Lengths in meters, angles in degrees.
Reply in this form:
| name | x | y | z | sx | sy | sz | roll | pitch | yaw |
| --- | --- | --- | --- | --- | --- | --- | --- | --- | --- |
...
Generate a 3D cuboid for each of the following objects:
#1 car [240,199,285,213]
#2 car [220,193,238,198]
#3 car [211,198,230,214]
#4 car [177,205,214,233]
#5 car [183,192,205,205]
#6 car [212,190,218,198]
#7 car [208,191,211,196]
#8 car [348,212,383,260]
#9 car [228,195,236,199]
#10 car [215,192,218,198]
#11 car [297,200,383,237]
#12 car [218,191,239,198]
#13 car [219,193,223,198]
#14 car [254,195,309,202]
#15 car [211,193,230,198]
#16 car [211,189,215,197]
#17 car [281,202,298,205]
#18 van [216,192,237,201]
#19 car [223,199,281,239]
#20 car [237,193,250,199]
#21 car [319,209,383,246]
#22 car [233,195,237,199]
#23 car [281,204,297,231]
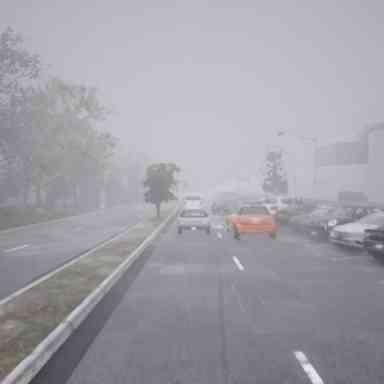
| name | x | y | z | sx | sy | sz | roll | pitch | yaw |
| --- | --- | --- | --- | --- | --- | --- | --- | --- | --- |
| car | 8.100 | 1.626 | 38.095 | 4.674 | 1.452 | 2.002 | 1 | 1 | -20 |
| car | 8.083 | 1.440 | 59.097 | 4.792 | 1.488 | 2.163 | 1 | 1 | -20 |
| car | 3.124 | 1.705 | 37.112 | 1.895 | 1.301 | 4.718 | 0 | 0 | 0 |
| car | 0.114 | 1.729 | 20.660 | 1.895 | 1.301 | 4.718 | 0 | 0 | 0 |
| car | 0.125 | 1.323 | 37.525 | 2.150 | 2.045 | 5.566 | 0 | 0 | 0 |
| car | 8.097 | 1.028 | 74.028 | 5.566 | 2.045 | 2.435 | 1 | 1 | -20 |
| car | 7.958 | 1.074 | 91.881 | 5.366 | 1.575 | 1.946 | 0 | 1 | -20 |
| car | 8.070 | 1.564 | 11.069 | 5.008 | 1.535 | 2.097 | 1 | -1 | -20 |
| car | 8.075 | 1.545 | 47.092 | 4.792 | 1.488 | 2.163 | 1 | 1 | -20 |
| car | 8.111 | 1.307 | 71.062 | 4.892 | 1.521 | 2.231 | 1 | 0 | -20 |
| car | 8.113 | 1.474 | 17.081 | 4.553 | 1.767 | 2.185 | 1 | 0 | -20 |
| car | 8.085 | 1.232 | 65.086 | 4.553 | 1.767 | 2.185 | 1 | 0 | -20 |
| car | 8.106 | 1.424 | 62.115 | 4.674 | 1.452 | 2.002 | 1 | 0 | -20 |
| car | 8.116 | 1.373 | 26.093 | 5.566 | 2.045 | 2.435 | 1 | 0 | -20 |
| car | 8.159 | 1.062 | 94.951 | 4.792 | 1.488 | 2.163 | 0 | 1 | -20 |
| car | 8.152 | 0.975 | 80.024 | 5.566 | 2.045 | 2.435 | 1 | 0 | -20 |
| car | 8.111 | 1.650 | 23.094 | 4.792 | 1.488 | 2.163 | 1 | 0 | -20 |
| van | 8.015 | 1.026 | 76.981 | 4.442 | 1.987 | 1.878 | 1 | 1 | -20 |
| car | 3.113 | 1.471 | 18.301 | 2.097 | 1.767 | 4.553 | 0 | 0 | 0 |
| car | 8.071 | 1.354 | 35.074 | 5.566 | 2.045 | 2.435 | 1 | 1 | -20 |
| car | 8.082 | 1.623 | 14.070 | 4.674 | 1.452 | 2.002 | 1 | 0 | -20 |
| car | 8.269 | 1.564 | 41.168 | 5.366 | 1.575 | 1.946 | 1 | 0 | -20 |
| car | 8.086 | 1.656 | 20.069 | 4.674 | 1.452 | 2.002 | 1 | 0 | -20 |
